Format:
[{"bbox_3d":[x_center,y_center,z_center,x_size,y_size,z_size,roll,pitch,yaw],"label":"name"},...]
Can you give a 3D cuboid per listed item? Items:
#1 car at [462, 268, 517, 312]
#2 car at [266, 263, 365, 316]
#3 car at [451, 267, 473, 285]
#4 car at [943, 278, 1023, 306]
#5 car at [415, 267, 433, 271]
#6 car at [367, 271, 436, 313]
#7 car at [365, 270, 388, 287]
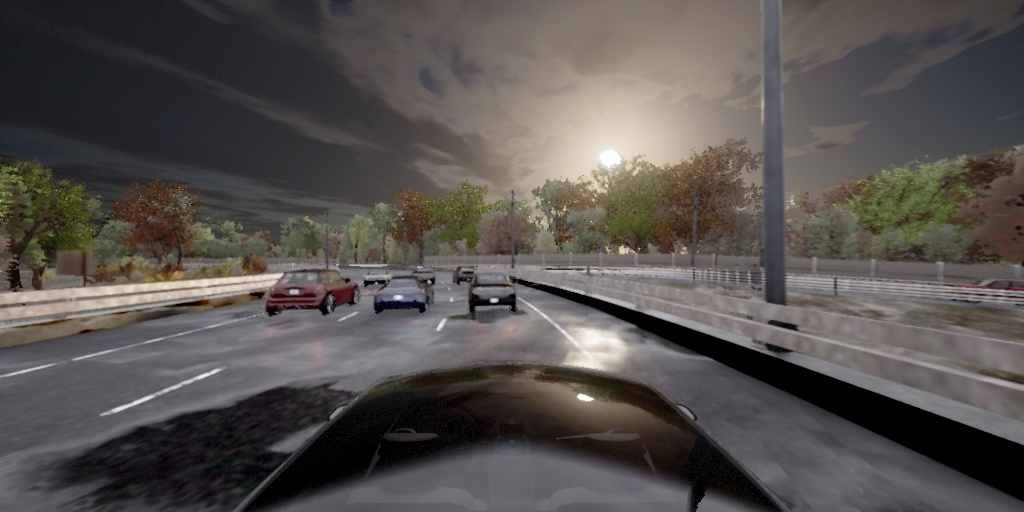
[{"bbox_3d":[-0.925,1.433,15.376,2.128,1.511,4.902,0,-1,-7],"label":"car"},{"bbox_3d":[-7.892,1.311,14.698,2.097,1.767,4.553,0,-1,-7],"label":"car"},{"bbox_3d":[-4.115,1.679,31.307,1.837,1.490,4.892,0,0,-15],"label":"car"},{"bbox_3d":[37.570,2.753,27.646,5.566,2.045,2.150,3,1,28],"label":"car"},{"bbox_3d":[-7.515,1.667,30.487,2.128,1.511,4.902,0,-1,-15],"label":"car"},{"bbox_3d":[-4.433,1.518,15.228,1.994,1.385,4.181,0,-1,-7],"label":"car"},{"bbox_3d":[-10.762,1.769,29.105,1.895,1.301,4.718,0,-1,-15],"label":"car"}]
